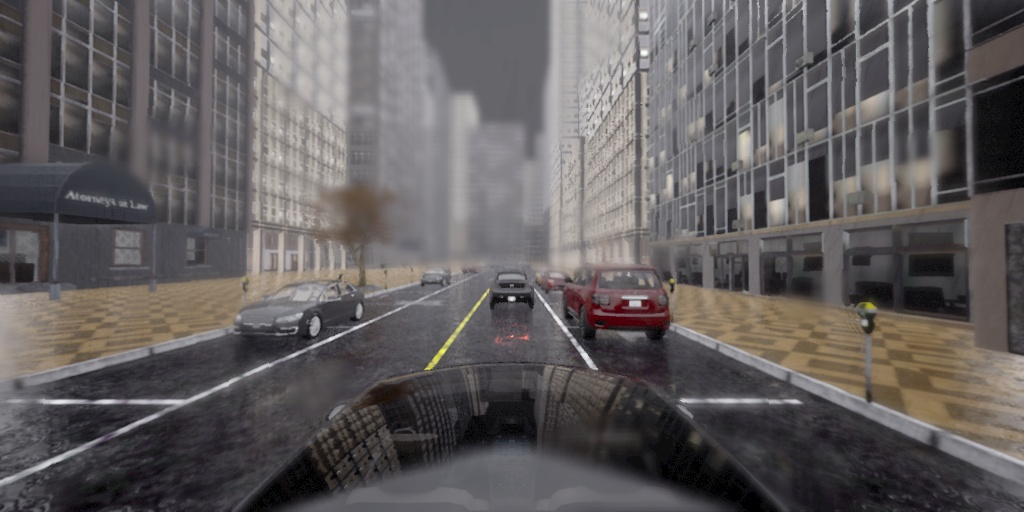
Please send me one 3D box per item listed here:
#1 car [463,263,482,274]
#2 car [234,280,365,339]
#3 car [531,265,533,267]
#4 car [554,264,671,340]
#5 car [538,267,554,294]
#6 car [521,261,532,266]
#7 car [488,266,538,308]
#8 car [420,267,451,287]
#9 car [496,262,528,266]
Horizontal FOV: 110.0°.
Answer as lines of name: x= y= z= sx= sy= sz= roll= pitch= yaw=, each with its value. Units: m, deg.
car: x=-5.706 y=1.746 z=49.704 sx=1.888 sy=1.381 sz=4.507 roll=0 pitch=0 yaw=0
car: x=-5.692 y=1.381 z=10.206 sx=2.007 sy=1.370 sz=4.403 roll=0 pitch=0 yaw=0
car: x=2.683 y=1.517 z=27.325 sx=1.751 sy=1.417 sz=4.829 roll=0 pitch=0 yaw=0
car: x=2.689 y=1.146 z=10.232 sx=2.192 sy=1.841 sz=5.009 roll=0 pitch=0 yaw=0
car: x=2.684 y=1.521 z=21.515 sx=1.802 sy=1.307 sz=4.207 roll=0 pitch=0 yaw=0
car: x=2.671 y=1.854 z=61.003 sx=2.007 sy=1.370 sz=4.403 roll=0 pitch=0 yaw=0
car: x=-0.002 y=1.396 z=16.169 sx=1.837 sy=1.490 sz=4.892 roll=0 pitch=0 yaw=0
car: x=-5.698 y=1.542 z=27.134 sx=2.007 sy=1.370 sz=4.403 roll=0 pitch=0 yaw=0
car: x=-0.006 y=1.522 z=31.148 sx=2.128 sy=1.511 sz=4.902 roll=0 pitch=0 yaw=0
